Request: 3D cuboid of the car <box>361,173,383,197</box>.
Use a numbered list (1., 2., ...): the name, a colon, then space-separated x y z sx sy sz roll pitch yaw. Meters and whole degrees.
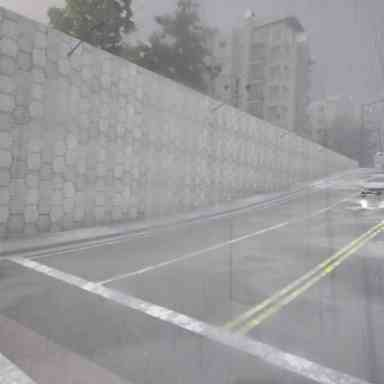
1. car: 13.275 -0.521 23.238 1.812 1.442 4.674 2 9 40
